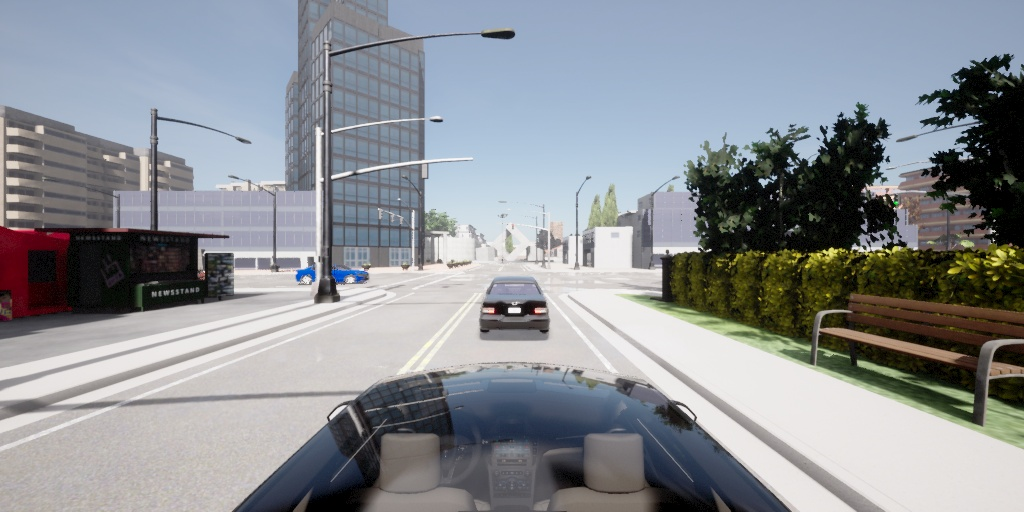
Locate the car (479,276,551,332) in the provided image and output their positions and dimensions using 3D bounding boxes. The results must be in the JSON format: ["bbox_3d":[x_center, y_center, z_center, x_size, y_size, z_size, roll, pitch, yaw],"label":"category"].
[{"bbox_3d":[0.070,1.297,10.756,2.033,1.411,5.357,0,0,0],"label":"car"}]

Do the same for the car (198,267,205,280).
[{"bbox_3d":[-25.558,1.188,26.090,5.566,2.045,2.150,-1,0,-1],"label":"car"}]

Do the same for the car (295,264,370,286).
[{"bbox_3d":[-13.039,1.301,26.193,5.008,1.535,1.882,0,0,0],"label":"car"}]
